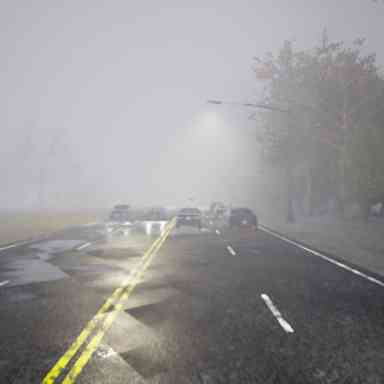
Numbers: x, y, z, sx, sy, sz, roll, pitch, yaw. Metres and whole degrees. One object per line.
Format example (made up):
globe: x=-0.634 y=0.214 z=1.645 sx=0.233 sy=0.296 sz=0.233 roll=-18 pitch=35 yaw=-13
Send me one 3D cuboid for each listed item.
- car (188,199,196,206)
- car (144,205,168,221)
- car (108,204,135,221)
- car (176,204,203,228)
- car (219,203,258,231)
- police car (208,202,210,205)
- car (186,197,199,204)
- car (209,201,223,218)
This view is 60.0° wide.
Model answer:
car: x=0.019 y=2.458 z=77.607 sx=1.882 sy=1.535 sz=5.008 roll=0 pitch=-1 yaw=0
car: x=-3.342 y=1.971 z=31.723 sx=1.994 sy=1.385 sz=4.181 roll=0 pitch=-1 yaw=0
car: x=-6.592 y=1.911 z=31.627 sx=1.837 sy=1.490 sz=4.892 roll=0 pitch=-1 yaw=0
car: x=-0.171 y=1.869 z=25.047 sx=2.033 sy=1.411 sz=5.357 roll=0 pitch=-1 yaw=2
car: x=3.240 y=1.755 z=22.972 sx=1.882 sy=1.535 sz=5.008 roll=-1 pitch=-1 yaw=0
police car: x=3.273 y=1.976 z=45.090 sx=1.930 sy=1.638 sz=5.238 roll=1 pitch=-2 yaw=0
car: x=0.096 y=1.972 z=65.512 sx=2.150 sy=2.045 sz=5.566 roll=-1 pitch=1 yaw=0
car: x=3.259 y=1.898 z=33.979 sx=2.128 sy=1.511 sz=4.902 roll=1 pitch=-2 yaw=0
